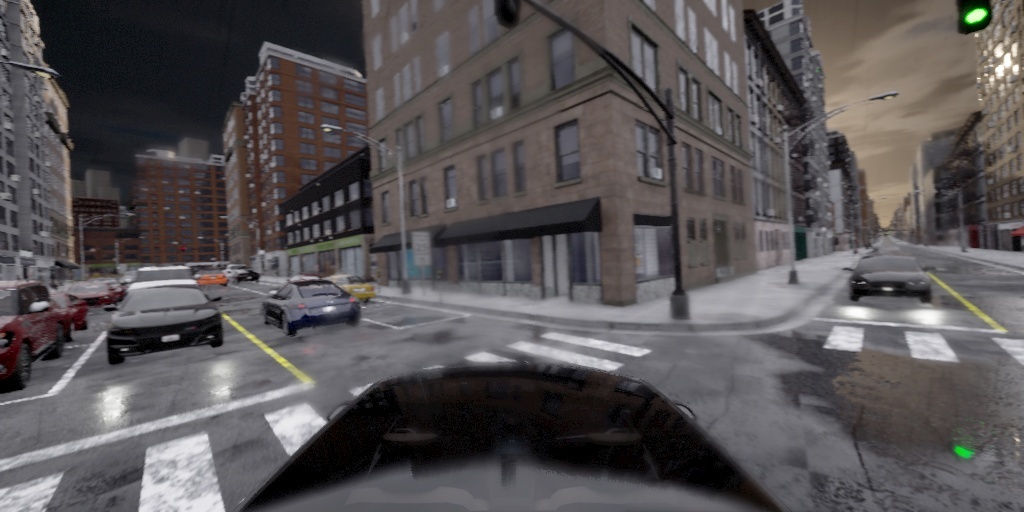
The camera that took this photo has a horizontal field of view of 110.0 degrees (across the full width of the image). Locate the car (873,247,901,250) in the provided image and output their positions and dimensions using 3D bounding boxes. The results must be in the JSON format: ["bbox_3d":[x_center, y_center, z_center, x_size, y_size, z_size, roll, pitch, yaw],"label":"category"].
[{"bbox_3d":[20.213,0.442,19.358,5.357,1.411,2.033,-2,-1,-44],"label":"car"}]

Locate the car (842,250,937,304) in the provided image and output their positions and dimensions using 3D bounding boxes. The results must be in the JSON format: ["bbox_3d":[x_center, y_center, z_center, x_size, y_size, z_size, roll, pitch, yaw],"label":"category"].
[{"bbox_3d":[13.133,0.697,12.553,4.892,1.490,1.837,-2,-1,-44],"label":"car"}]

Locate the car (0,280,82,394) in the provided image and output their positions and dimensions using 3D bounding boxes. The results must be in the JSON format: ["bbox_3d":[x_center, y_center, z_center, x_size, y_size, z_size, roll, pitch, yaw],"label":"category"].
[{"bbox_3d":[-10.115,1.414,6.622,2.192,1.841,5.009,0,0,-44],"label":"car"}]

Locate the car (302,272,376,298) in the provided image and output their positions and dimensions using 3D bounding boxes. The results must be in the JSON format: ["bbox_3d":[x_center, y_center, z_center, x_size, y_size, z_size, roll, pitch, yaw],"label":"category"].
[{"bbox_3d":[-7.959,1.445,16.614,1.751,1.417,4.829,0,0,-44],"label":"car"}]

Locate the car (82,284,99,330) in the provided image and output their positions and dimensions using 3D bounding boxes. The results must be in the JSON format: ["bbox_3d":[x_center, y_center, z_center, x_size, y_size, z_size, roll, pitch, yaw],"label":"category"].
[{"bbox_3d":[-13.941,1.774,10.545,1.888,1.381,4.507,0,0,-44],"label":"car"}]

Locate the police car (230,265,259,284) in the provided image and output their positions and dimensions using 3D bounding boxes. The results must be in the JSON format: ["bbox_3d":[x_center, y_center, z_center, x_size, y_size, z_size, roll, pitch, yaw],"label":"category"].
[{"bbox_3d":[-28.597,2.080,38.406,1.930,1.638,5.238,-3,1,-44],"label":"police car"}]

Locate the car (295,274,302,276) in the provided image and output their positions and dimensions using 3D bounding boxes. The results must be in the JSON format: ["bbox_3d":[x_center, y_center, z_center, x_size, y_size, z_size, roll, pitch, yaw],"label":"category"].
[{"bbox_3d":[-11.666,1.633,20.416,1.802,1.307,4.207,0,0,-44],"label":"car"}]

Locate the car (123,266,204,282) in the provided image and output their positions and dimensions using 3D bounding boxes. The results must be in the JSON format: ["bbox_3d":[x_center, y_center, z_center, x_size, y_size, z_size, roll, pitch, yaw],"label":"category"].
[{"bbox_3d":[-15.857,1.484,16.409,2.150,2.045,5.566,-3,1,-44],"label":"car"}]

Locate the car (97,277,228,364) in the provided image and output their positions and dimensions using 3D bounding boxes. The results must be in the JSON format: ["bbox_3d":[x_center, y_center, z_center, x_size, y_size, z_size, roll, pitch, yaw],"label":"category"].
[{"bbox_3d":[-8.887,1.502,9.271,1.882,1.535,5.008,-3,1,-44],"label":"car"}]

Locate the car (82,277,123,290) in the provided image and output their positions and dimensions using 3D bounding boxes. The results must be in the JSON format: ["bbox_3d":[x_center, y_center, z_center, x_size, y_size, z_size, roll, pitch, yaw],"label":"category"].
[{"bbox_3d":[-21.592,2.040,18.393,1.888,1.381,4.507,0,0,-44],"label":"car"}]

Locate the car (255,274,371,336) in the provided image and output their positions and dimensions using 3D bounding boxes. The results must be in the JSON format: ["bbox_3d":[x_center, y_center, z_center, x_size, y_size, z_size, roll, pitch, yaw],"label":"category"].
[{"bbox_3d":[-6.373,1.465,11.237,1.994,1.385,4.181,-3,1,-44],"label":"car"}]

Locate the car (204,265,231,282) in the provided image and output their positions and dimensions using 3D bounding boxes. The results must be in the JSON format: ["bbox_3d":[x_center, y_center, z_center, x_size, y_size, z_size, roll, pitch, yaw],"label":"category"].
[{"bbox_3d":[-28.386,2.029,33.791,2.097,1.767,4.553,-3,0,-44],"label":"car"}]
